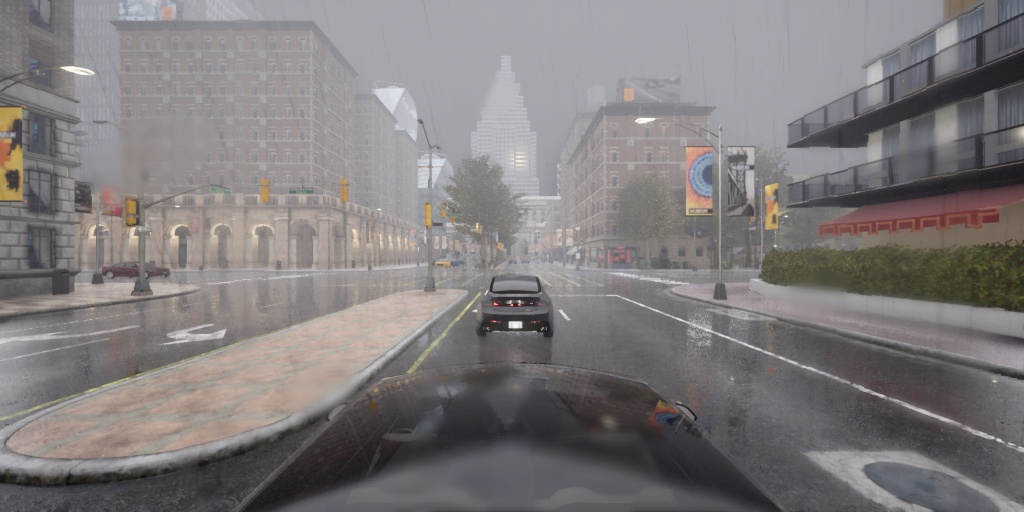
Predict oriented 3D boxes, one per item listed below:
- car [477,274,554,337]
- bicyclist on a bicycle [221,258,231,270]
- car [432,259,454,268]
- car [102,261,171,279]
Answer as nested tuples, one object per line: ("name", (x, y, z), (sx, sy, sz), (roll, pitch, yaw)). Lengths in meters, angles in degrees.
("car", (0.095, 1.255, 10.248), (1.837, 1.490, 4.892), (0, 0, 0))
("bicyclist on a bicycle", (-37.204, 1.050, 46.660), (0.582, 1.620, 1.656), (0, 0, 0))
("car", (-11.450, 1.228, 59.578), (1.882, 1.535, 5.008), (0, 0, 0))
("car", (-33.654, 1.228, 32.203), (5.008, 1.535, 1.882), (0, 0, 0))
